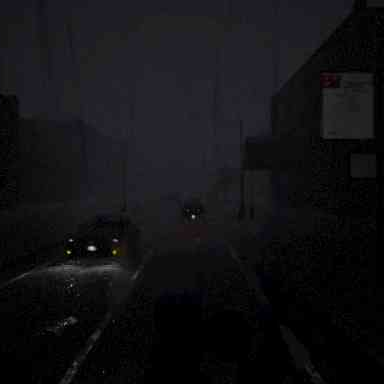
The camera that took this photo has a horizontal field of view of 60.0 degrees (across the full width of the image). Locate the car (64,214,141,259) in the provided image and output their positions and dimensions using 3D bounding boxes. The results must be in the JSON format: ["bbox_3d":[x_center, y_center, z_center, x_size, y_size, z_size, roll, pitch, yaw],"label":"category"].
[{"bbox_3d":[-3.100,1.536,12.248,1.994,1.385,4.181,0,0,0],"label":"car"}]

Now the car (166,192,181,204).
[{"bbox_3d":[-3.057,0.928,55.459,2.150,2.045,5.566,0,-1,0],"label":"car"}]

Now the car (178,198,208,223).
[{"bbox_3d":[0.098,1.434,24.872,1.837,1.490,4.892,0,0,0],"label":"car"}]

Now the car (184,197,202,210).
[{"bbox_3d":[0.098,1.392,41.532,2.033,1.411,5.357,0,0,0],"label":"car"}]
